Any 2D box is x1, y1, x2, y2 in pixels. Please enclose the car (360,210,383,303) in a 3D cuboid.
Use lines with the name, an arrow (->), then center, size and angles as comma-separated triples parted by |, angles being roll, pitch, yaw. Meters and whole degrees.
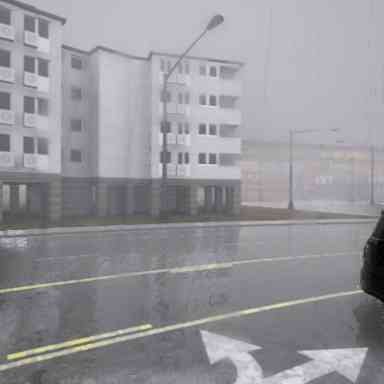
car -> 5.822, 1.263, 6.351 | 5.566, 2.045, 2.150 | 0, 0, -23
